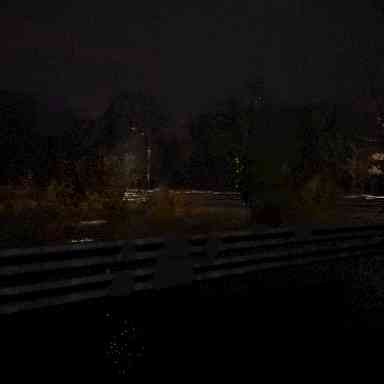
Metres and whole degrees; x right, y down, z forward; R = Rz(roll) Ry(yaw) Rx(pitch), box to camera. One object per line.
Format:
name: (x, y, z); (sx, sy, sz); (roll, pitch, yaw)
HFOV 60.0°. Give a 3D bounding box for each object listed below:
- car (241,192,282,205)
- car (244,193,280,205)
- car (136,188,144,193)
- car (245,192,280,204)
car: (8.683, 0.914, 41.477); (5.008, 1.535, 1.882); (2, 1, 13)
car: (9.441, 0.891, 44.893); (4.674, 1.442, 1.812); (2, 1, 13)
car: (-8.211, 0.137, 52.405); (4.892, 1.490, 1.837); (2, 1, 13)
car: (10.189, 0.795, 48.312); (4.892, 1.490, 1.837); (2, 1, 13)
